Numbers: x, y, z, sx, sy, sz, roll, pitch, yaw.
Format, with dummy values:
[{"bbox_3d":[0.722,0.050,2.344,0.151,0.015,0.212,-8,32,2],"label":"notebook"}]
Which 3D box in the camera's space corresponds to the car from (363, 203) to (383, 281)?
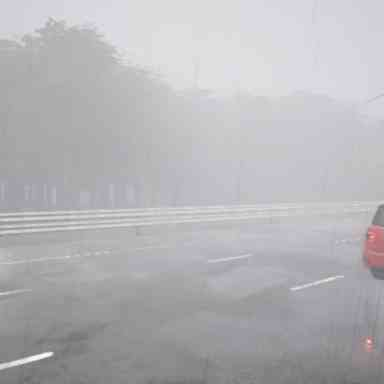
[{"bbox_3d":[6.658,1.219,8.618,5.566,2.045,2.150,0,0,-36],"label":"car"}]
